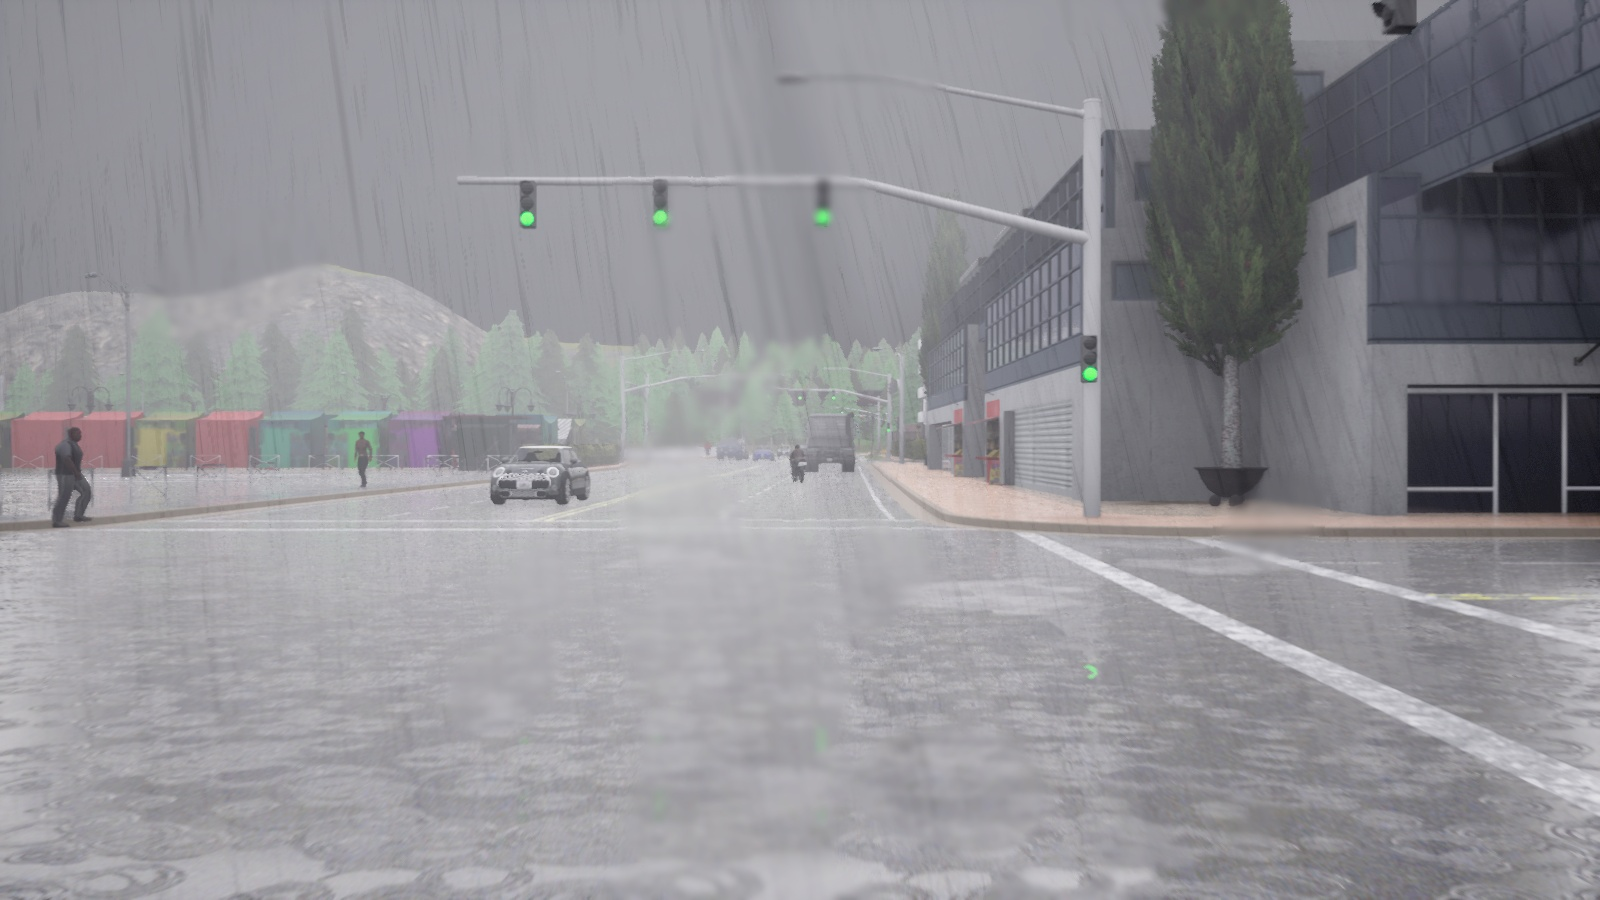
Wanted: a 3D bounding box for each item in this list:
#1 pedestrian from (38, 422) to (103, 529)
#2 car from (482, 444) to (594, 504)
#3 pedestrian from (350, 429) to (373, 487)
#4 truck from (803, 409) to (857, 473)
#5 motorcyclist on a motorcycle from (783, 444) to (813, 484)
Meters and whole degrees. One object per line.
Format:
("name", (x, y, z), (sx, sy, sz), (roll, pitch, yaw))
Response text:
("pedestrian", (-12.988, 0.445, 22.366), (0.849, 1.883, 0.563), (0, 0, -6))
("car", (-6.704, 0.580, 32.547), (1.970, 1.475, 3.806), (0, 0, 2))
("pedestrian", (-13.800, 0.240, 39.514), (0.328, 1.805, 0.869), (0, 0, 7))
("truck", (1.779, -0.516, 72.218), (2.891, 3.462, 7.936), (0, 0, 2))
("motorcyclist on a motorcycle", (-0.103, 0.536, 49.305), (0.797, 1.523, 2.044), (0, 0, -12))
